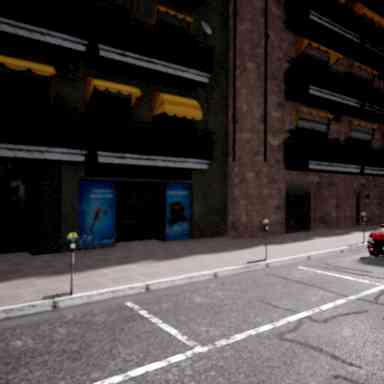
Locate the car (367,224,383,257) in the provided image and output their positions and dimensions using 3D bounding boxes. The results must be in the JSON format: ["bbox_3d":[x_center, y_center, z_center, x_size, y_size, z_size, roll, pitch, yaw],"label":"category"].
[{"bbox_3d":[7.956,1.542,11.762,4.507,1.381,1.887,0,1,-35],"label":"car"}]
